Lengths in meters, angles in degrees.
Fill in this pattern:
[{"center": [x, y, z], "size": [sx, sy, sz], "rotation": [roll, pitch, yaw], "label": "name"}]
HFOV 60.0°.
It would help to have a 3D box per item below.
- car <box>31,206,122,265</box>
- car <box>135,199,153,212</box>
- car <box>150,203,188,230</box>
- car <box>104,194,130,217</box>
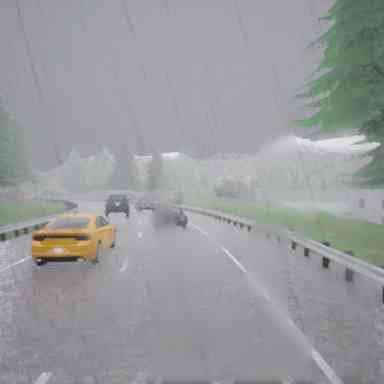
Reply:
[{"center": [-3.915, 1.486, 11.800], "size": [1.882, 1.535, 5.008], "rotation": [0, 0, -4], "label": "car"}, {"center": [-5.573, 1.563, 39.144], "size": [2.033, 1.411, 5.357], "rotation": [0, 0, -17], "label": "car"}, {"center": [-1.495, 1.607, 21.292], "size": [1.895, 1.301, 4.718], "rotation": [0, 0, -9], "label": "car"}, {"center": [-7.178, 1.238, 31.919], "size": [2.150, 2.045, 5.566], "rotation": [0, 0, -13], "label": "car"}]
